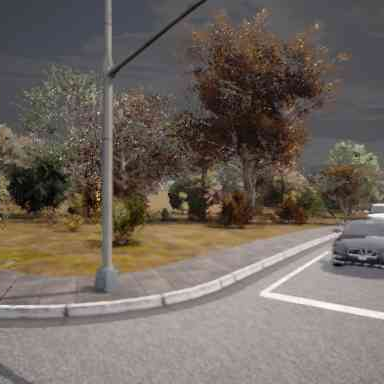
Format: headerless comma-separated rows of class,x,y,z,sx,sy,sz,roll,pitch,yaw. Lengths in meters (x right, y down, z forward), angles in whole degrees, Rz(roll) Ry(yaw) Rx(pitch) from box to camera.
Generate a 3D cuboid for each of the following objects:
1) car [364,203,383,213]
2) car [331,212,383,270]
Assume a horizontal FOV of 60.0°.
car,11.561,1.686,19.590,2.150,2.045,5.566,0,-2,33
car,6.035,1.630,11.208,1.837,1.490,4.892,0,-1,33
